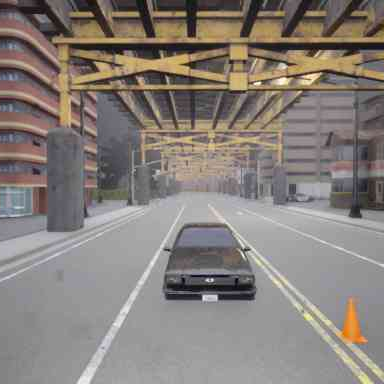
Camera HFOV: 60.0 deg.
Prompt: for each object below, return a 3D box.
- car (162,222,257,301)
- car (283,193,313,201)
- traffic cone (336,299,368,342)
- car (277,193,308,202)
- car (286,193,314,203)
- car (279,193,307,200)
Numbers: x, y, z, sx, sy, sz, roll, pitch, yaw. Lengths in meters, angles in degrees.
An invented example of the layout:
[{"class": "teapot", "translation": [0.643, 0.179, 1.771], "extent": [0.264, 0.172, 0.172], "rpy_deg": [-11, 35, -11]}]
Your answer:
[{"class": "car", "translation": [0.362, 1.533, 8.725], "extent": [2.033, 1.411, 5.357], "rpy_deg": [0, 0, 1]}, {"class": "car", "translation": [17.517, 0.848, 54.853], "extent": [4.536, 1.218, 1.853], "rpy_deg": [0, 1, -20]}, {"class": "traffic cone", "translation": [2.454, 1.949, 5.118], "extent": [0.340, 0.580, 0.340], "rpy_deg": [0, 0, 0]}, {"class": "car", "translation": [17.817, 0.958, 58.994], "extent": [4.974, 1.542, 2.038], "rpy_deg": [0, 1, 25]}, {"class": "car", "translation": [17.469, 1.006, 54.837], "extent": [4.974, 1.542, 2.038], "rpy_deg": [0, 1, -20]}, {"class": "car", "translation": [17.864, 0.801, 58.971], "extent": [4.536, 1.218, 1.853], "rpy_deg": [0, 1, 25]}]
